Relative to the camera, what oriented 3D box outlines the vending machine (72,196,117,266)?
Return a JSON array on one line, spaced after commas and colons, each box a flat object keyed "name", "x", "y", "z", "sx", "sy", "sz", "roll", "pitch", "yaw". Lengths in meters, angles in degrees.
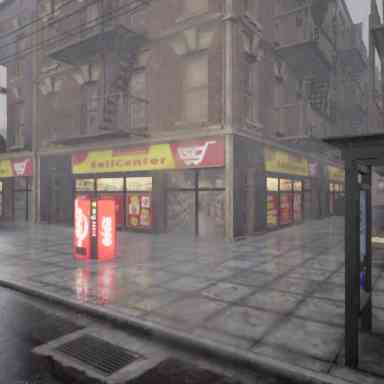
[{"name": "vending machine", "x": -3.141, "y": 1.195, "z": 10.808, "sx": 0.880, "sy": 2.100, "sz": 1.100, "roll": 0, "pitch": 0, "yaw": 34}]
